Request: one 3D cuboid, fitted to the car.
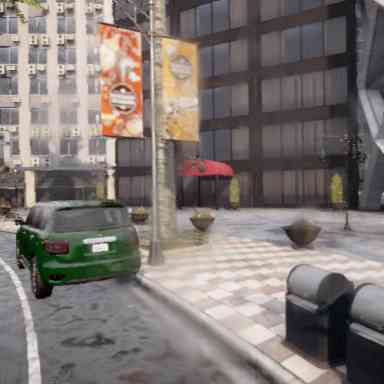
[{"bbox_3d":[-3.295,1.221,8.898,2.150,2.045,5.566,-1,0,-33],"label":"car"}]
